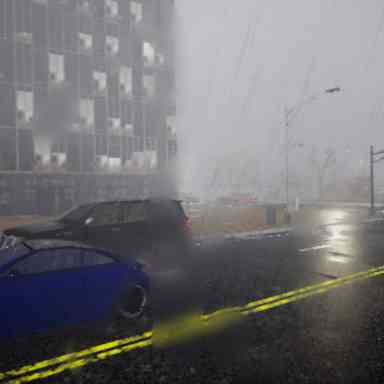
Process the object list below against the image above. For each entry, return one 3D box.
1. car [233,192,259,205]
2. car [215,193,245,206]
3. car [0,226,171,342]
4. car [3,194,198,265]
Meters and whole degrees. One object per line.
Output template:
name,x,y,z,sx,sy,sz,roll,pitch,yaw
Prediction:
car,8.397,1.056,54.164,2.150,2.045,5.566,-1,1,-33
car,5.620,1.408,52.483,1.837,1.490,4.892,-1,1,-33
car,-2.716,1.559,5.736,4.181,1.385,1.994,0,0,-35
car,-2.570,1.202,9.833,5.566,2.045,2.150,0,0,-35
